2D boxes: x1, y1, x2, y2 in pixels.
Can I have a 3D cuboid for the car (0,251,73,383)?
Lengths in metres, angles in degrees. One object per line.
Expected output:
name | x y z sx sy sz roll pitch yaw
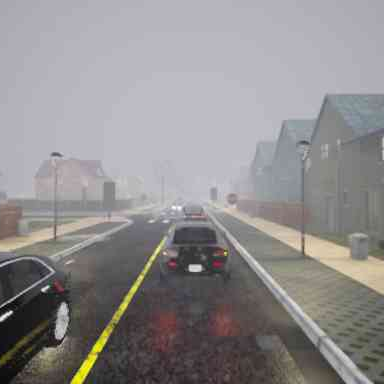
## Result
car | -2.849 1.532 3.592 1.837 1.490 4.892 0 0 0

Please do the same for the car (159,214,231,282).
car | 0.080 1.598 9.894 1.812 1.442 4.674 0 -1 0

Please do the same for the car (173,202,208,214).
car | 0.031 1.648 21.645 2.128 1.511 4.902 0 0 -1

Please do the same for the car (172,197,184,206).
car | -2.788 1.962 63.723 2.128 1.511 4.902 0 0 0

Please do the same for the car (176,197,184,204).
car | -2.763 2.025 78.748 1.812 1.442 4.674 0 0 0
